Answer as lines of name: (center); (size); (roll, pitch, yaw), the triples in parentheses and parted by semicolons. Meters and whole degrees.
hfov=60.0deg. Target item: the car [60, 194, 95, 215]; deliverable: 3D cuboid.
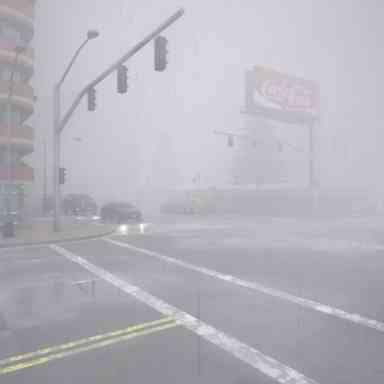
car: (-11.590, 1.221, 34.206); (2.150, 2.045, 5.566); (0, 0, -36)

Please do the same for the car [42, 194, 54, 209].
car: (-17.750, 1.221, 42.776); (2.150, 2.045, 5.566); (0, 0, -35)

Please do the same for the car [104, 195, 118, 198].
car: (-13.784, 1.352, 55.558); (2.097, 1.767, 4.553); (0, 0, -36)

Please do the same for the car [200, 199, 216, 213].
car: (0.454, 1.477, 35.786); (1.882, 1.535, 5.008); (0, 0, -36)

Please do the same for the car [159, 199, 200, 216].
car: (-1.500, 1.564, 32.511); (1.994, 1.385, 4.181); (0, 0, -36)

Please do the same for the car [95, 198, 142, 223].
car: (-5.590, 1.505, 25.871); (1.837, 1.490, 4.892); (0, 0, -36)
